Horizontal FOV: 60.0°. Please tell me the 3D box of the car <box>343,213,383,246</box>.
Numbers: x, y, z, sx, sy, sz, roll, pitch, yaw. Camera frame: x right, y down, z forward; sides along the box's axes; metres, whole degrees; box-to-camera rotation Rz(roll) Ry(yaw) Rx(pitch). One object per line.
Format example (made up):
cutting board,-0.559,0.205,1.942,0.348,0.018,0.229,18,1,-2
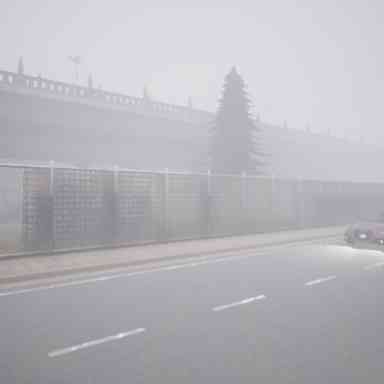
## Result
car,8.689,1.671,15.037,4.181,1.385,1.994,1,0,-37
